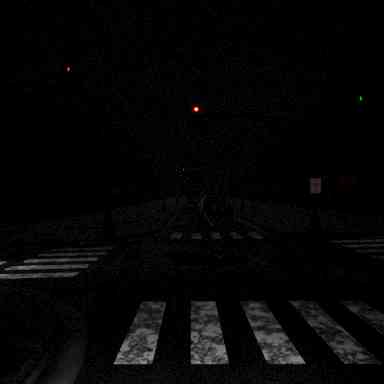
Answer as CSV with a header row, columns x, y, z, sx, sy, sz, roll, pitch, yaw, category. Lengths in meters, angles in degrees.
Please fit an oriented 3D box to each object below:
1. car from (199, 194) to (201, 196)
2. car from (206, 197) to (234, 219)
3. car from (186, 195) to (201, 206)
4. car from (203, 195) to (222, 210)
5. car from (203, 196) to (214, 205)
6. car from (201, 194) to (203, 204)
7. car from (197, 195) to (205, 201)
x,y,z,sx,sy,sz,roll,pitch,yaw,category
2.895,1.498,67.907,2.097,1.767,4.553,0,0,0,car
2.589,1.470,29.736,1.967,1.590,4.097,-1,0,0,car
-0.016,1.664,55.967,1.994,1.385,4.181,0,0,0,car
2.580,1.356,35.138,2.192,1.841,5.009,-1,0,0,car
2.941,1.575,61.126,1.801,1.575,5.366,0,0,0,car
2.572,1.369,40.541,2.192,1.841,5.009,-1,0,0,car
2.498,1.702,94.564,1.967,1.590,4.097,-1,0,0,car
